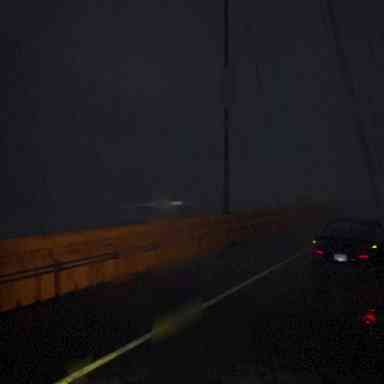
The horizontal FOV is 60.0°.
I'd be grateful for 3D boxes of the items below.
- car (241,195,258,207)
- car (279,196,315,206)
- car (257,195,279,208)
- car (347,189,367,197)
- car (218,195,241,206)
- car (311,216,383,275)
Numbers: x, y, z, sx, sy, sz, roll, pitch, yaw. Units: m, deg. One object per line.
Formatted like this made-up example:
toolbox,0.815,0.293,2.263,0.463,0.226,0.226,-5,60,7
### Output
car,9.038,1.196,44.881,1.837,1.490,4.892,0,0,42
car,12.439,1.279,38.239,2.033,1.411,5.357,0,0,41
car,10.359,1.240,41.114,1.812,1.442,4.674,0,0,42
car,36.424,0.411,73.492,5.566,2.045,2.150,0,0,-35
car,5.629,1.162,46.320,1.882,1.535,5.008,0,1,42
car,5.033,1.451,10.254,1.812,1.442,4.674,0,1,35
